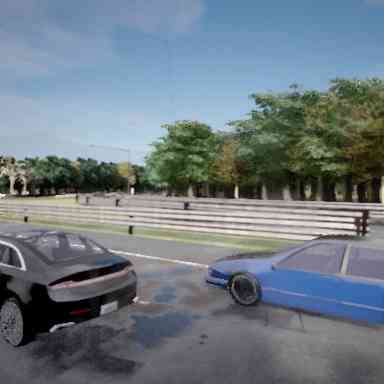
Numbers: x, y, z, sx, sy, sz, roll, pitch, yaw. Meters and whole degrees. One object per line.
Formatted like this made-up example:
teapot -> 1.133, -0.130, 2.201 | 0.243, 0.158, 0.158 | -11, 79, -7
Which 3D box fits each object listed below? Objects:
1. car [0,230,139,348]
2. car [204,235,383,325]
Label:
car -> -3.177, 1.478, 6.306 | 4.902, 1.511, 2.128 | 0, 0, 36
car -> 2.875, 1.546, 6.251 | 5.357, 1.411, 2.033 | 0, 0, 36
